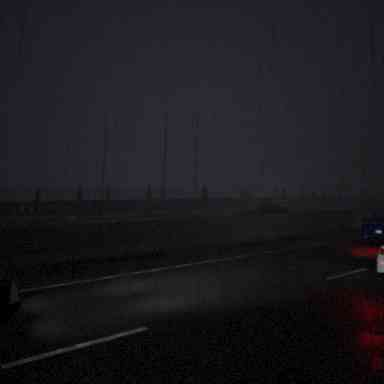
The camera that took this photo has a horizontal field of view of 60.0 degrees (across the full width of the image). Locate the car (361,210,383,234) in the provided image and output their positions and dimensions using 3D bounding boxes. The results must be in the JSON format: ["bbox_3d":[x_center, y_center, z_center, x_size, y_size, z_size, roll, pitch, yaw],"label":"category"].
[{"bbox_3d":[9.666,1.472,15.106,5.008,1.535,1.882,0,0,-36],"label":"car"}]

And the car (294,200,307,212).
[{"bbox_3d":[9.094,1.473,32.233,5.008,1.535,1.882,0,0,-36],"label":"car"}]

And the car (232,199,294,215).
[{"bbox_3d":[5.148,1.476,25.045,5.008,1.535,1.882,0,0,-36],"label":"car"}]

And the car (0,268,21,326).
[{"bbox_3d":[-5.001,1.605,4.502,4.718,1.301,1.895,0,0,-35],"label":"car"}]

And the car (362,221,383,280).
[{"bbox_3d":[6.476,1.522,8.466,4.674,1.442,1.812,0,0,-36],"label":"car"}]
